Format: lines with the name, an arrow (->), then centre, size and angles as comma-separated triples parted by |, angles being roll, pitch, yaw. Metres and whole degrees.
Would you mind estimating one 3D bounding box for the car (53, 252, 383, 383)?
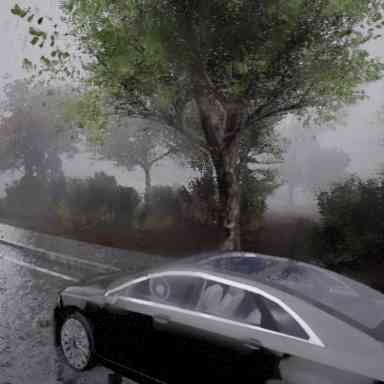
car -> 0.256, 1.503, 3.991 | 4.902, 1.511, 2.128 | 0, 0, 37
